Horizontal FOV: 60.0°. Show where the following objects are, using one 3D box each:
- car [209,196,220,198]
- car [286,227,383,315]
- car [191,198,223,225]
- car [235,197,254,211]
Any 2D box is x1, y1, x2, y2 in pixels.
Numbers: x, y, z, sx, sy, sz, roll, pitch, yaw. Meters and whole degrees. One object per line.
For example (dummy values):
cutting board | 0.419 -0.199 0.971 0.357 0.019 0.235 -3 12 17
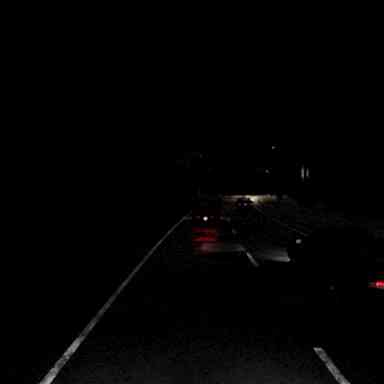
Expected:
car | 2.722 1.227 40.517 1.812 1.442 4.674 0 1 7
car | 3.739 1.526 7.771 2.033 1.411 5.357 0 0 2
car | 1.008 1.384 23.113 1.837 1.490 4.892 0 0 4
car | 5.727 1.293 36.349 2.033 1.411 5.357 0 1 6
